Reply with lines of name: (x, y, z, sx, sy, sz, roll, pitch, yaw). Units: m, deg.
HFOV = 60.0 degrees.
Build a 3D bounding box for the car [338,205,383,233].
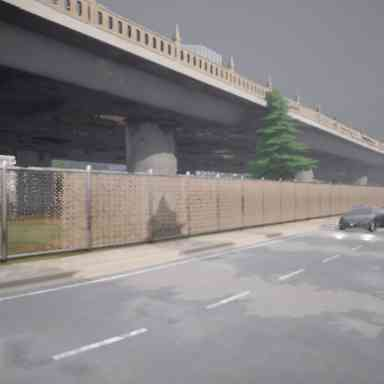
car: (10.785, 1.615, 20.881, 1.837, 1.490, 4.892, -1, -1, 42)
